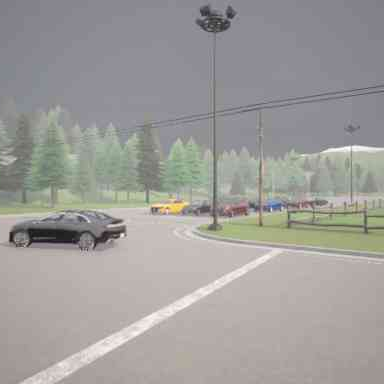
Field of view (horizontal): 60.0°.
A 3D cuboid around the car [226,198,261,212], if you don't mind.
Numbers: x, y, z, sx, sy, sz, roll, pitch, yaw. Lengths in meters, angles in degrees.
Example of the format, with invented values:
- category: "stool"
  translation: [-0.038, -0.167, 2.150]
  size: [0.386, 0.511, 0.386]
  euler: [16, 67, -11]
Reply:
- category: "car"
  translation: [6.327, 1.492, 40.352]
  size: [2.128, 1.511, 4.902]
  euler: [0, 0, 36]

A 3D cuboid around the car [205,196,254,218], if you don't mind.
- category: "car"
  translation: [3.531, 1.352, 30.604]
  size: [2.097, 1.767, 4.553]
  euler: [0, 0, 36]

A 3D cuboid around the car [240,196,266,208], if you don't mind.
- category: "car"
  translation: [9.357, 1.478, 50.349]
  size: [1.882, 1.535, 5.008]
  euler: [0, 0, 36]

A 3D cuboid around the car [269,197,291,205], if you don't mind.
- category: "car"
  translation: [15.583, 1.547, 58.726]
  size: [2.033, 1.411, 5.357]
  euler: [0, 0, 37]

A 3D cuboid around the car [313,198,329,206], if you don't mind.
- category: "car"
  translation: [20.420, 1.601, 53.527]
  size: [1.895, 1.301, 4.718]
  euler: [0, 0, 37]

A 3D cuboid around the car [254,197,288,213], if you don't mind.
- category: "car"
  translation: [8.806, 1.478, 37.817]
  size: [1.882, 1.535, 5.008]
  euler: [0, 0, 36]

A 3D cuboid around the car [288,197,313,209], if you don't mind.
- category: "car"
  translation: [14.439, 1.478, 45.451]
  size: [1.882, 1.535, 5.008]
  euler: [0, 0, 37]

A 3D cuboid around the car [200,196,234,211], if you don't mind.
- category: "car"
  translation: [3.201, 1.352, 42.007]
  size: [2.097, 1.767, 4.553]
  euler: [0, 0, 36]

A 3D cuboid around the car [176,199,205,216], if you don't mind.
- category: "car"
  translation: [0.871, 1.526, 32.867]
  size: [1.812, 1.442, 4.674]
  euler: [0, 0, 37]

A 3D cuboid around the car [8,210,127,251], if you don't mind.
- category: "car"
  translation: [-5.111, 1.492, 13.705]
  size: [4.902, 1.511, 2.128]
  euler: [0, 0, 13]

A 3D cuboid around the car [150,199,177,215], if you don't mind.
- category: "car"
  translation: [-2.242, 1.478, 34.569]
  size: [1.882, 1.535, 5.008]
  euler: [0, 0, 36]

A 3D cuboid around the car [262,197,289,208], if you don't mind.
- category: "car"
  translation: [12.238, 1.492, 48.363]
  size: [2.128, 1.511, 4.902]
  euler: [0, 0, 37]

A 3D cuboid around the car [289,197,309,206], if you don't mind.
- category: "car"
  translation: [18.193, 1.564, 56.393]
  size: [1.994, 1.385, 4.181]
  euler: [0, 0, 37]
